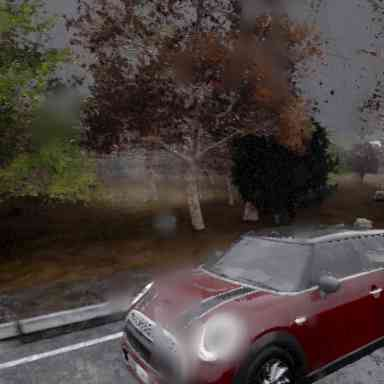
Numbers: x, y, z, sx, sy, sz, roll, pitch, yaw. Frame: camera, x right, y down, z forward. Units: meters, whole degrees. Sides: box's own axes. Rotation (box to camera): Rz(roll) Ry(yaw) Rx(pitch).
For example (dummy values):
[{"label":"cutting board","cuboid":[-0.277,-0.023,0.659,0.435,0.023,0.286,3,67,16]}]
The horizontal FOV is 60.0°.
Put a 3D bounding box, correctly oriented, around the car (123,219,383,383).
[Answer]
[{"label":"car","cuboid":[1.350,1.337,4.782,4.553,1.767,2.097,0,0,-34]}]
